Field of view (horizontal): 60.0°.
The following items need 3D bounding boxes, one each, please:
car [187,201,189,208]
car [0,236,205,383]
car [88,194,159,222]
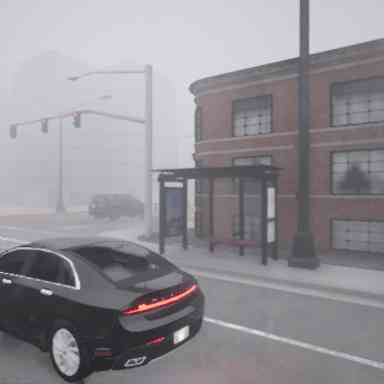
[{"bbox_3d":[-2.274,1.447,37.418,2.128,1.511,4.902,0,0,35],"label":"car"},{"bbox_3d":[-2.104,1.494,5.459,4.892,1.490,1.837,0,0,35],"label":"car"},{"bbox_3d":[-5.609,1.182,26.608,2.150,2.045,5.566,0,0,38],"label":"car"}]
